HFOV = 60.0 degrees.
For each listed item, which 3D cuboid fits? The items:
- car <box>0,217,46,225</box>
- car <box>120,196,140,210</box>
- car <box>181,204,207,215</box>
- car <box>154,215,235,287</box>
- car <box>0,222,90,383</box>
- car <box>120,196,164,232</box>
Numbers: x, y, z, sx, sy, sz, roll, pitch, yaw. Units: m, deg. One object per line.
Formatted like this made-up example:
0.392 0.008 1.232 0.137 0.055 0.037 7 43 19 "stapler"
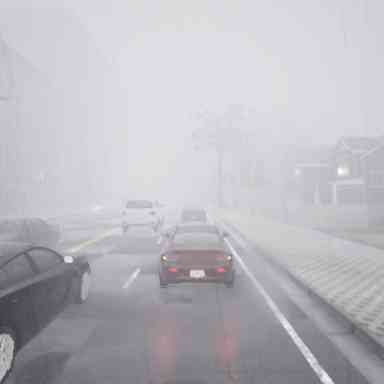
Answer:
-6.579 1.655 12.213 2.033 1.411 5.357 0 0 0 "car"
-9.656 1.633 52.125 2.150 2.045 5.566 0 -1 0 "car"
0.148 1.708 26.622 1.882 1.535 5.008 0 0 0 "car"
0.117 1.610 9.475 1.812 1.442 4.674 0 0 0 "car"
-3.141 1.525 5.285 1.882 1.535 5.008 0 0 0 "car"
-3.109 1.414 21.891 2.150 2.045 5.566 0 0 0 "car"
